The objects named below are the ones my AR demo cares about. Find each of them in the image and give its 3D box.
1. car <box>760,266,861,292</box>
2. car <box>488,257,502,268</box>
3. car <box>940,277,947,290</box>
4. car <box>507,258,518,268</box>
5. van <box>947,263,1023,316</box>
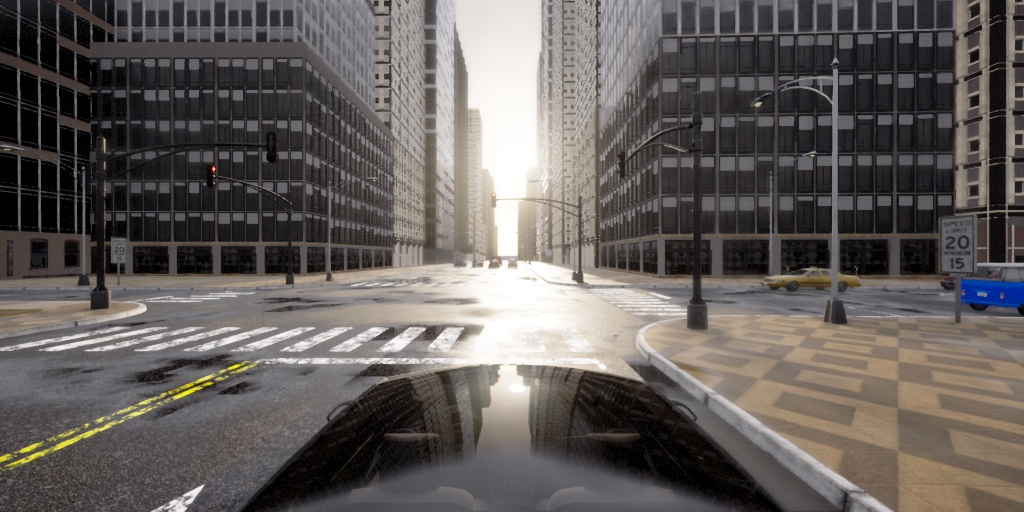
[{"bbox_3d":[17.127,1.293,20.709,4.829,1.417,1.751,0,0,2],"label":"car"},{"bbox_3d":[-3.117,1.386,63.337,1.812,1.442,4.674,0,0,0],"label":"car"},{"bbox_3d":[26.960,1.356,20.202,4.207,1.307,1.802,0,0,2],"label":"car"},{"bbox_3d":[0.133,1.408,63.330,2.033,1.411,5.357,0,0,0],"label":"car"},{"bbox_3d":[18.380,1.119,12.534,3.998,1.789,1.690,0,0,2],"label":"van"}]
